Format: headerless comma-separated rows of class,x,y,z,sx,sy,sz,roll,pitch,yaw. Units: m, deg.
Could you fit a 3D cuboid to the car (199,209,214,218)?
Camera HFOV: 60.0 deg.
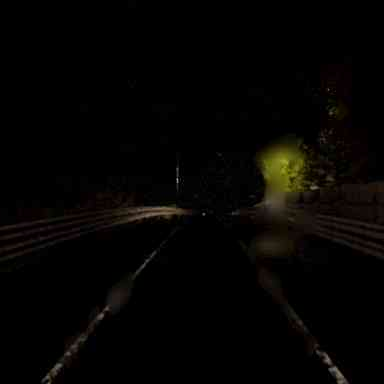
car,2.105,3.085,47.397,1.895,1.301,4.718,0,-4,5

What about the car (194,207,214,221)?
car,1.306,2.292,35.266,1.994,1.385,4.181,0,-3,4
